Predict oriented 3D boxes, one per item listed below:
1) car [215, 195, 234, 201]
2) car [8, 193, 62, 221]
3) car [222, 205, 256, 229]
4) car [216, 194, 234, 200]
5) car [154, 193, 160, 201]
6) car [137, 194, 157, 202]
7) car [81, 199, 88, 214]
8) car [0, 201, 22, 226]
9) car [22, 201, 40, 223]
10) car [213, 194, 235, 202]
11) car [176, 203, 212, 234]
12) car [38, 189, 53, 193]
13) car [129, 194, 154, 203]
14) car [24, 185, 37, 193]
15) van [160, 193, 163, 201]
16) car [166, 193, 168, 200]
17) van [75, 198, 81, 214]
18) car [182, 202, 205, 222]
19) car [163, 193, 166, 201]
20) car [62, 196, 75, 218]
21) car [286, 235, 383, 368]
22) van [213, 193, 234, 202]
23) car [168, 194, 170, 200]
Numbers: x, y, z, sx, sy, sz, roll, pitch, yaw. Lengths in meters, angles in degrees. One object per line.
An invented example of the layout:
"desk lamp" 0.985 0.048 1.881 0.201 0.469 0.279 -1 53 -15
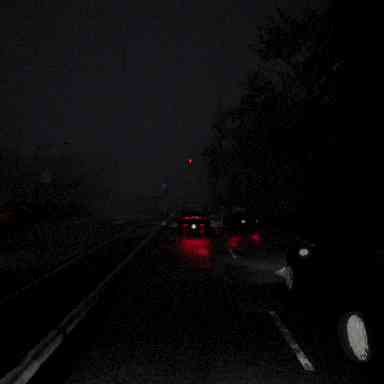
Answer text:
"car" 8.685 1.597 88.174 4.674 1.452 2.002 1 0 -13
"car" -13.800 1.348 26.912 5.566 2.045 2.435 -1 0 -20
"car" 3.112 1.609 22.405 1.812 1.442 4.674 0 0 0
"car" 9.422 1.446 94.042 4.553 1.767 2.185 1 0 -12
"car" -10.828 1.573 76.762 5.366 1.575 1.946 -1 -1 -15
"car" -10.736 1.464 79.714 4.553 1.767 2.185 -1 -1 -14
"car" -13.639 1.521 35.962 4.553 1.767 2.185 -1 0 -19
"car" -13.967 1.568 20.848 5.366 1.575 1.946 -1 0 -20
"car" -13.779 1.624 23.914 4.674 1.452 2.002 -1 0 -20
"car" 7.637 1.408 79.342 4.553 1.767 2.185 1 0 -14
"car" 0.103 1.573 19.609 1.837 1.490 4.892 0 -1 0
"car" -28.189 0.354 64.635 2.002 1.452 4.674 6 -3 -19
"car" -11.472 1.606 73.769 4.792 1.488 2.163 -1 0 -15
"car" -31.183 -0.208 64.696 2.435 2.045 5.566 6 -3 -19
"van" -10.271 1.372 82.755 4.442 1.987 1.878 -1 -1 -14
"car" -9.673 1.659 88.720 4.674 1.452 2.002 -1 0 -13
"van" -13.613 1.404 32.985 4.442 1.987 1.878 -1 -1 -19
"car" 0.136 1.642 28.729 1.812 1.442 4.674 0 0 1
"car" -10.045 1.611 85.725 4.892 1.521 2.231 -1 -1 -14
"car" -13.728 1.363 29.948 5.566 2.045 2.435 -1 -1 -20
"car" 3.099 1.489 5.775 1.882 1.535 5.008 0 0 0
"van" 7.255 1.299 76.372 4.442 1.987 1.878 1 0 -14
"car" -9.302 1.669 91.722 4.674 1.452 2.002 -1 -1 -13
